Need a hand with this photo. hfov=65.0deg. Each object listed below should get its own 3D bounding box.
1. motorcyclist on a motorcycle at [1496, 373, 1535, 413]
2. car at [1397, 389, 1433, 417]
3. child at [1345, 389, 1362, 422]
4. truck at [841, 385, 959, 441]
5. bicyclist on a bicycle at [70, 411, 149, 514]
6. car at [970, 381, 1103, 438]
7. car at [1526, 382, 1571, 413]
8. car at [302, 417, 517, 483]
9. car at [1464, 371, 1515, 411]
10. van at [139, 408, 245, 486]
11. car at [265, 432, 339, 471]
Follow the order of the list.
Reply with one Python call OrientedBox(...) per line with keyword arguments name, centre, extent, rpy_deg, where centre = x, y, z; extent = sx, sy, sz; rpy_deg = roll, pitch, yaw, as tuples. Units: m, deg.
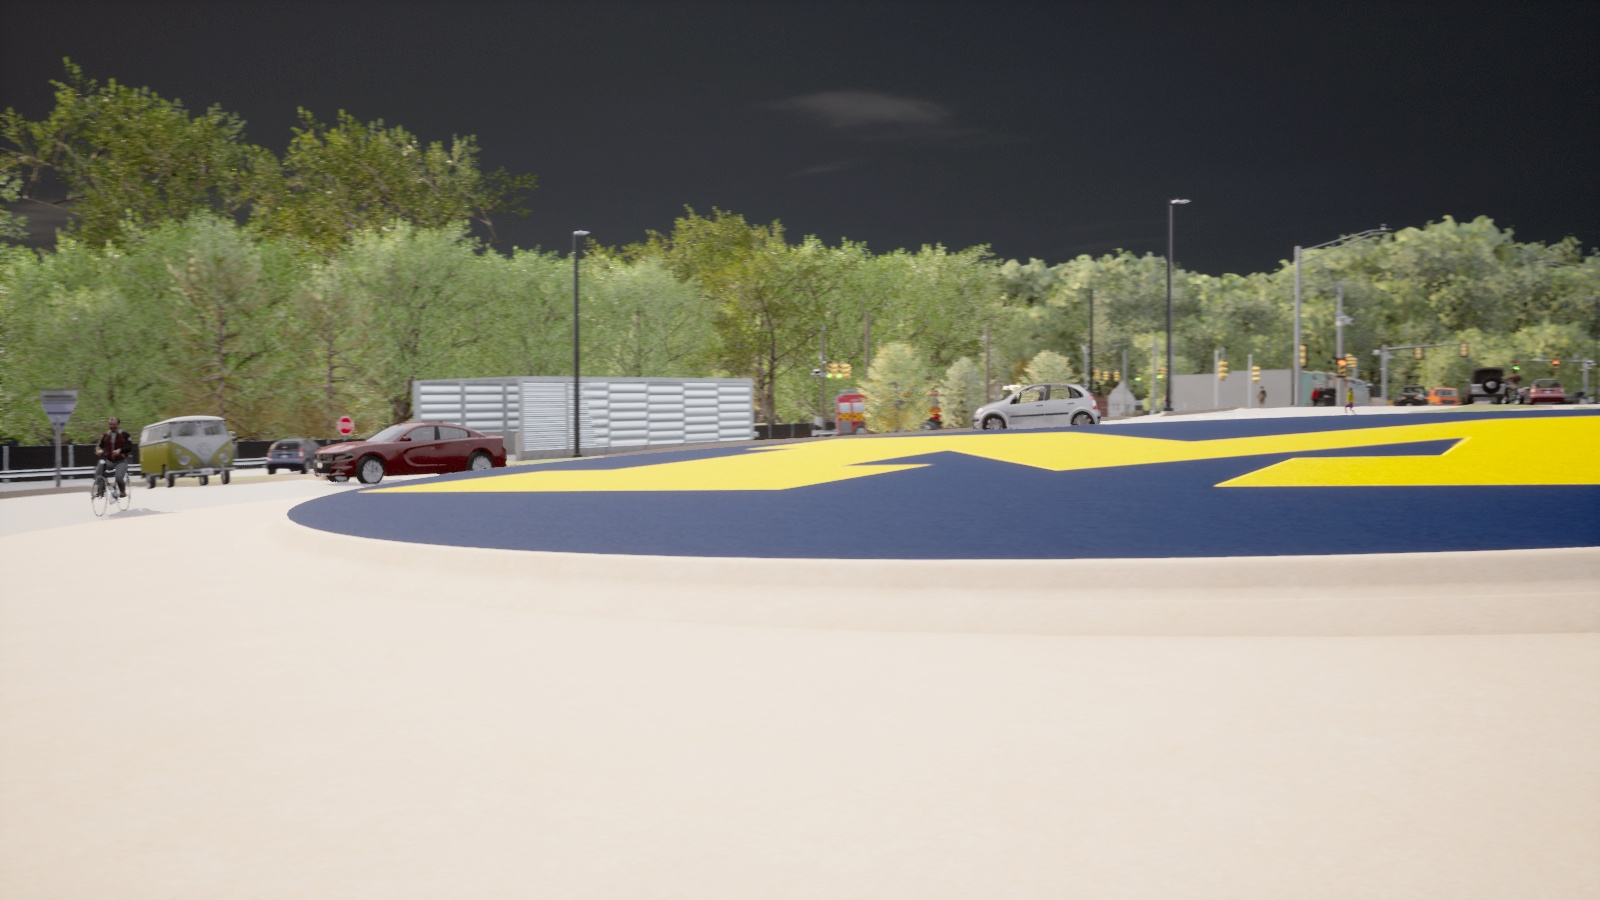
OrientedBox(name="motorcyclist on a motorcycle", centre=(30.810, -2.450, 54.090), extent=(0.766, 1.649, 2.350), rpy_deg=(0, 2, 12))
OrientedBox(name="car", centre=(43.593, -3.326, 88.937), extent=(1.905, 1.878, 3.866), rpy_deg=(1, 1, 31))
OrientedBox(name="child", centre=(19.466, -1.561, 44.174), extent=(0.299, 1.160, 0.473), rpy_deg=(0, 1, -33))
OrientedBox(name="truck", centre=(7.425, -2.735, 94.209), extent=(8.468, 3.827, 2.891), rpy_deg=(-2, -1, 0))
OrientedBox(name="bicyclist on a bicycle", centre=(-12.408, 0.197, 22.636), extent=(0.659, 1.776, 1.843), rpy_deg=(0, 2, -9))
OrientedBox(name="car", centre=(7.429, -1.253, 39.530), extent=(3.988, 1.617, 1.851), rpy_deg=(-1, 1, 10))
OrientedBox(name="car", centre=(42.277, -2.926, 71.027), extent=(1.851, 1.617, 3.988), rpy_deg=(1, 1, 26))
OrientedBox(name="car", centre=(-10.027, -0.049, 32.555), extent=(1.882, 1.535, 5.008), rpy_deg=(1, 2, 44))
OrientedBox(name="car", centre=(34.233, -2.897, 62.450), extent=(1.905, 1.878, 3.866), rpy_deg=(1, 2, 24))
OrientedBox(name="van", centre=(-17.689, -0.047, 36.425), extent=(1.775, 1.987, 4.442), rpy_deg=(-3, 0, -38))
OrientedBox(name="car", centre=(-22.851, 0.035, 57.777), extent=(1.851, 1.617, 3.988), rpy_deg=(0, 2, -1))
